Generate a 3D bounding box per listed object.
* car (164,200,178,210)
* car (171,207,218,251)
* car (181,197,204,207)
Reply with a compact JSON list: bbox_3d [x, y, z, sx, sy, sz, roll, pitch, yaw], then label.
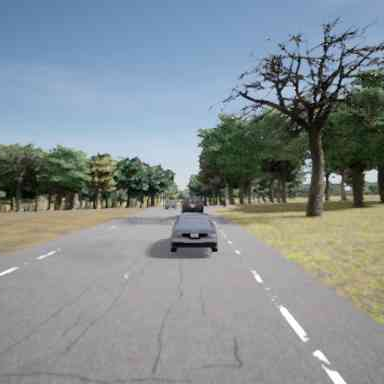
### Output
[{"bbox_3d":[-3.538,2.206,56.427,1.837,1.490,4.892,0,-2,-1],"label":"car"},{"bbox_3d":[0.086,1.596,14.238,2.033,1.411,5.357,0,0,0],"label":"car"},{"bbox_3d":[0.070,1.491,33.595,2.150,2.045,5.566,0,-1,0],"label":"car"}]
